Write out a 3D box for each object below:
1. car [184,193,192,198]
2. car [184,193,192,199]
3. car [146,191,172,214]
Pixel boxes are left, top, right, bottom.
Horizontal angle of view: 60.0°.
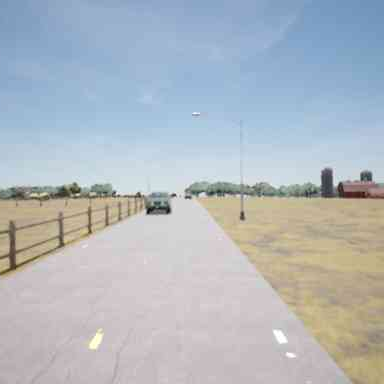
[{"bbox_3d":[-1.019,1.008,89.890,1.994,1.385,4.181,0,0,-1],"label":"car"},{"bbox_3d":[-0.904,1.040,79.848,2.128,1.511,4.902,0,0,-1],"label":"car"},{"bbox_3d":[-3.110,0.961,32.260,2.150,2.045,5.566,0,0,-1],"label":"car"}]
